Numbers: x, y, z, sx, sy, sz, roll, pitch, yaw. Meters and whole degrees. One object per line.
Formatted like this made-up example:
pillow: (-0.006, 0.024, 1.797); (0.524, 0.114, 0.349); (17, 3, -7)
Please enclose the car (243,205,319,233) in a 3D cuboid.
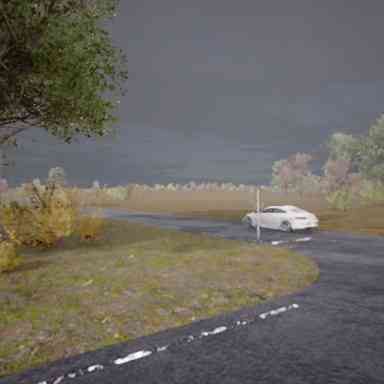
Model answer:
car: (5.035, 1.507, 19.331); (1.812, 1.442, 4.674); (0, 0, -34)
